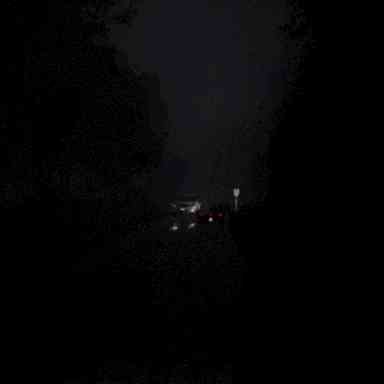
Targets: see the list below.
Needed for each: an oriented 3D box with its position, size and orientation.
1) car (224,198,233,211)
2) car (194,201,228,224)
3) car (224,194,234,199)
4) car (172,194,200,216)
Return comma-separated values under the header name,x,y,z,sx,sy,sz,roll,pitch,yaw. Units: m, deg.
name,x,y,z,sx,sy,sz,roll,pitch,yaw
car,3.890,1.744,41.939,1.895,1.301,4.718,1,-1,9
car,1.485,1.577,24.571,1.895,1.301,4.718,0,0,6
car,8.120,1.140,72.478,1.837,1.490,4.892,1,2,17
car,-0.490,1.235,32.901,2.150,2.045,5.566,0,-1,8
